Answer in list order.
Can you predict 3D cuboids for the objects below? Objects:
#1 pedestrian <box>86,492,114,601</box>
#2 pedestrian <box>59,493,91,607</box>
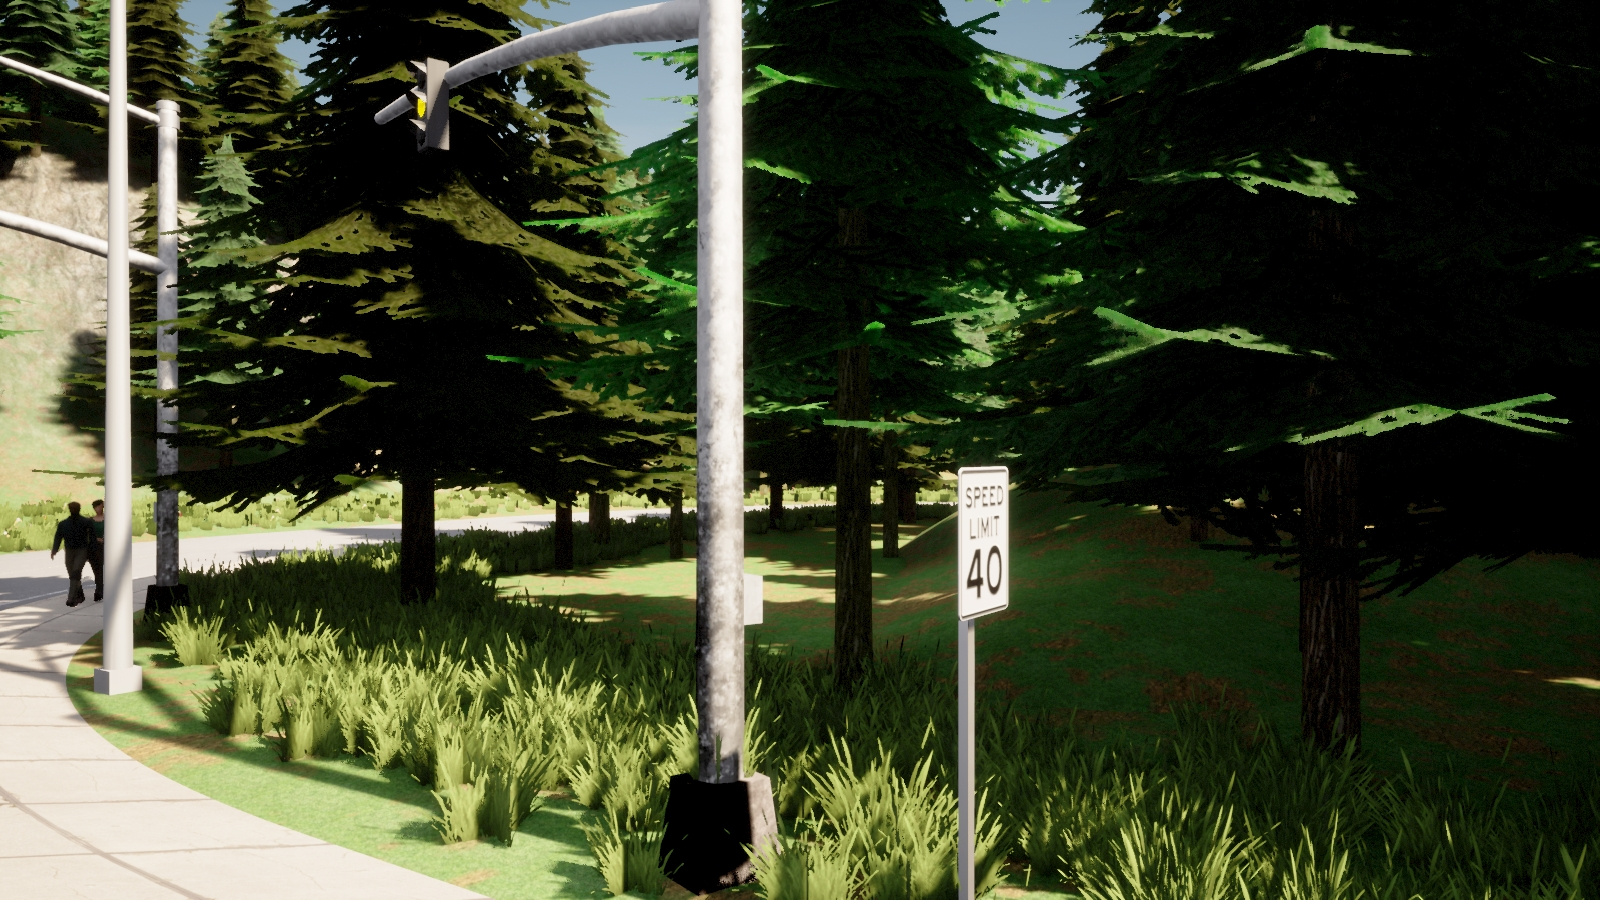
[{"bbox_3d":[-12.220,1.668,19.942,0.375,1.860,0.375,0,0,-26],"label":"pedestrian"},{"bbox_3d":[-12.147,1.668,19.146,0.375,1.860,0.375,0,0,-18],"label":"pedestrian"}]
